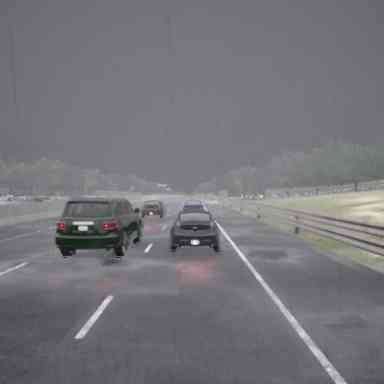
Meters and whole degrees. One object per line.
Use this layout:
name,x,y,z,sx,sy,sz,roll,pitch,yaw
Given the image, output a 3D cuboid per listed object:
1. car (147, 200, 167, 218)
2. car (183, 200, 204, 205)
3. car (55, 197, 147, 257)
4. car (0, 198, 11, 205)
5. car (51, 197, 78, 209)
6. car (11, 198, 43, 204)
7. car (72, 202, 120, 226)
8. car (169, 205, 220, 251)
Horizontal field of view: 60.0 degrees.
car,-3.373,1.508,30.015,1.837,1.490,4.892,0,0,0
car,0.128,1.481,31.494,1.882,1.535,5.008,0,0,0
car,-3.377,1.223,13.085,2.150,2.045,5.566,0,0,1
car,-24.542,1.537,43.314,1.812,1.442,4.674,0,0,0
car,-17.532,1.492,45.960,1.882,1.535,5.008,0,0,0
car,-21.045,1.516,43.303,1.837,1.490,4.892,0,0,0
car,-6.878,1.549,24.488,2.033,1.411,5.357,0,0,0
car,0.112,1.506,14.044,1.837,1.490,4.892,0,0,0
